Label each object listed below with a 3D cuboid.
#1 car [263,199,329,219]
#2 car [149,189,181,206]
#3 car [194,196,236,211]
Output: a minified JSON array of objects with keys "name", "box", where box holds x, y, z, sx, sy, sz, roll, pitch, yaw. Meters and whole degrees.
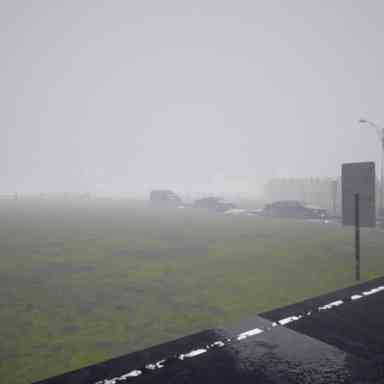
[{"name":"car","box":[8.324,1.329,27.295,2.033,1.411,5.357,-1,1,-36]},{"name":"car","box":[-3.645,0.694,44.060,2.150,2.045,5.566,-1,1,-35]},{"name":"car","box":[2.345,1.176,35.660,2.033,1.411,5.357,-1,1,-36]}]
